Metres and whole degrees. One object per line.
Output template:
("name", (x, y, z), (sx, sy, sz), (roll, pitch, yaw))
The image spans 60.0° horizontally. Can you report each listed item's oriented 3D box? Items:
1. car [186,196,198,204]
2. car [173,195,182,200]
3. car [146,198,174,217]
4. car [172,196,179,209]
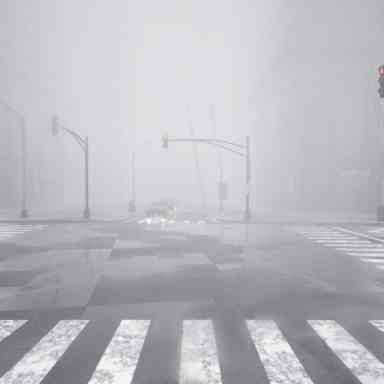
("car", (-0.021, 1.514, 62.664), (1.812, 1.442, 4.674), (0, 0, 0))
("car", (-3.114, 1.553, 51.677), (1.994, 1.385, 4.181), (0, 0, 1))
("car", (-3.123, 1.540, 31.334), (2.033, 1.411, 5.357), (0, 0, 0))
("car", (-3.129, 1.539, 41.503), (2.033, 1.411, 5.357), (0, 0, 0))
